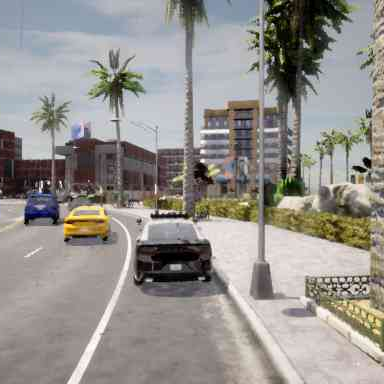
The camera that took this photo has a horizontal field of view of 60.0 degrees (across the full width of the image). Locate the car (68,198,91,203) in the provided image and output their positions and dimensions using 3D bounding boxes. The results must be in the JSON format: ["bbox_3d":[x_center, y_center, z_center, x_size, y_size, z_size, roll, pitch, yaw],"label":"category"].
[{"bbox_3d":[-10.924,1.343,32.502,2.097,1.767,4.553,0,0,-25],"label":"car"}]

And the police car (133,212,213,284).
[{"bbox_3d":[-0.678,1.424,9.770,1.930,1.638,5.238,0,0,-7],"label":"police car"}]

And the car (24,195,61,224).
[{"bbox_3d":[-11.215,1.213,25.055,2.150,2.045,5.566,0,0,-20],"label":"car"}]

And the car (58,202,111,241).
[{"bbox_3d":[-5.134,1.474,16.679,1.882,1.535,5.008,0,0,-12],"label":"car"}]
